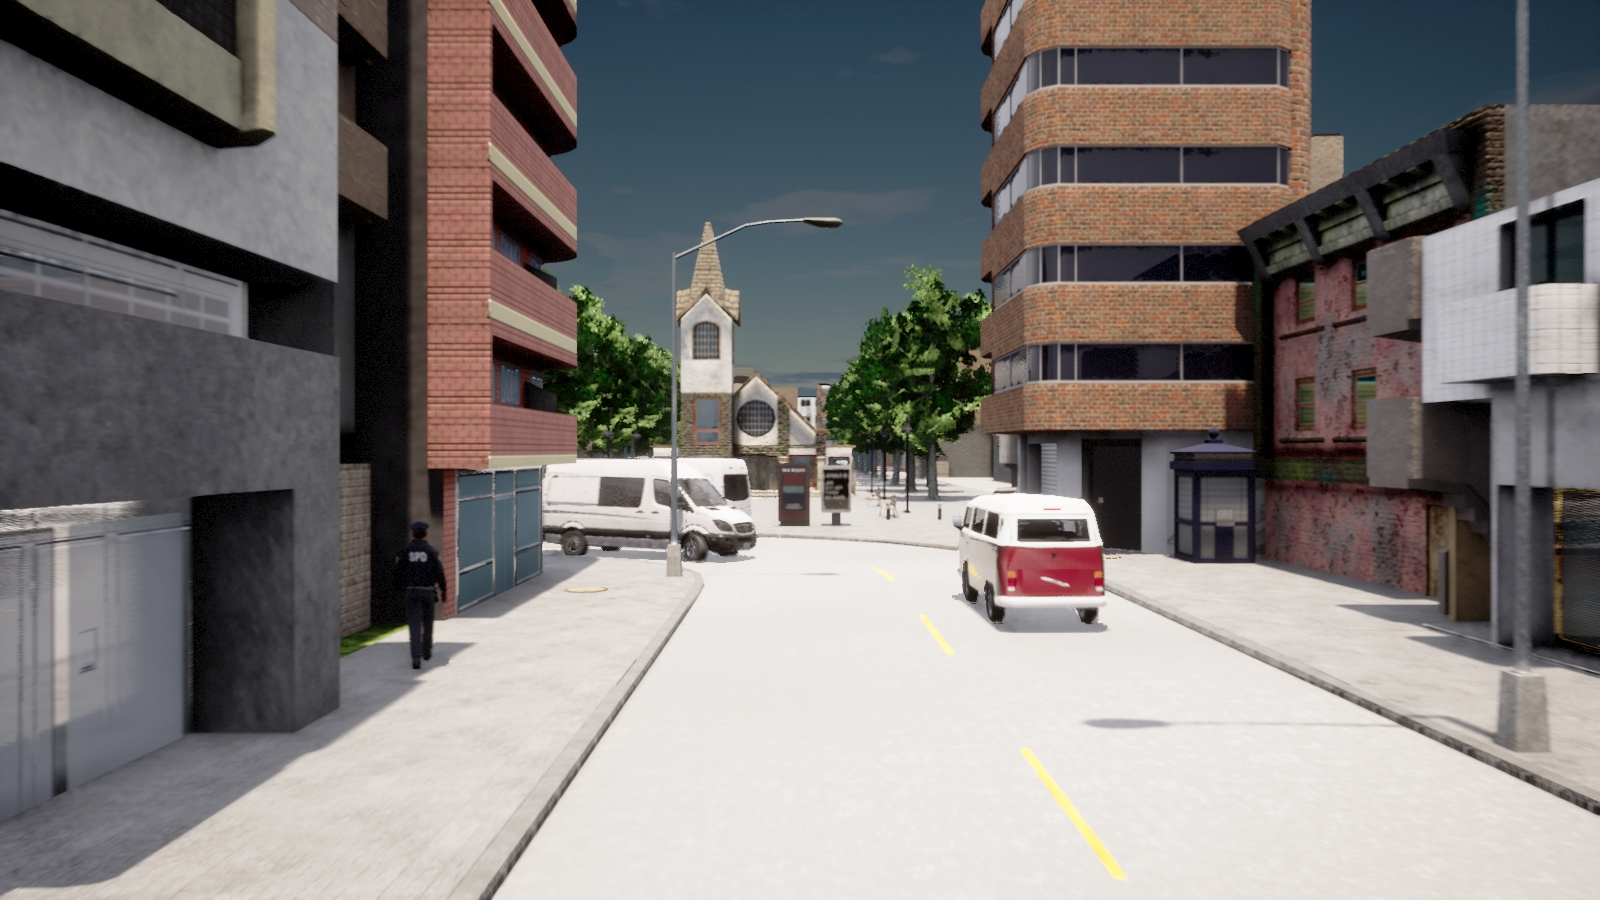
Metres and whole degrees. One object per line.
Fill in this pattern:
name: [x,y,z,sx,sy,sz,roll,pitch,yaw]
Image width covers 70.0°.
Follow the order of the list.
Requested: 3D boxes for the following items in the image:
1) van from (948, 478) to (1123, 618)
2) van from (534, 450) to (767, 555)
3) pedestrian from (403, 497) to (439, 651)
van: [3.909,1.561,19.784,2.069,2.038,4.480,0,0,-1]
van: [-3.970,1.315,30.047,5.915,2.561,1.988,0,-2,25]
pedestrian: [-4.693,1.523,14.168,0.375,1.860,0.375,0,0,-11]
